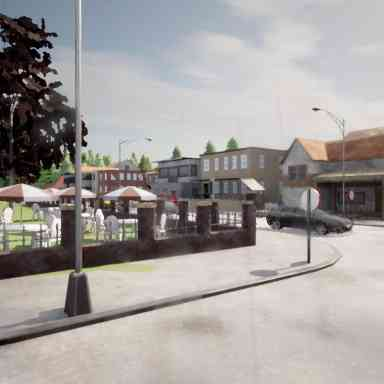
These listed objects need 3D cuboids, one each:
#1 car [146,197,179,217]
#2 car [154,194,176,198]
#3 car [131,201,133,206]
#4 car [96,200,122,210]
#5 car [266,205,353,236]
[{"bbox_3d":[-2.538,1.526,31.124,1.812,1.442,4.674,0,0,-36],"label":"car"},{"bbox_3d":[-3.913,1.219,40.280,2.150,2.045,5.566,0,0,-35],"label":"car"},{"bbox_3d":[-10.442,1.563,49.451,1.994,1.385,4.181,0,0,-35],"label":"car"},{"bbox_3d":[-10.885,1.478,42.882,1.882,1.535,5.008,0,0,-35],"label":"car"},{"bbox_3d":[6.411,1.505,18.613,1.837,1.490,4.892,0,0,-36],"label":"car"}]
